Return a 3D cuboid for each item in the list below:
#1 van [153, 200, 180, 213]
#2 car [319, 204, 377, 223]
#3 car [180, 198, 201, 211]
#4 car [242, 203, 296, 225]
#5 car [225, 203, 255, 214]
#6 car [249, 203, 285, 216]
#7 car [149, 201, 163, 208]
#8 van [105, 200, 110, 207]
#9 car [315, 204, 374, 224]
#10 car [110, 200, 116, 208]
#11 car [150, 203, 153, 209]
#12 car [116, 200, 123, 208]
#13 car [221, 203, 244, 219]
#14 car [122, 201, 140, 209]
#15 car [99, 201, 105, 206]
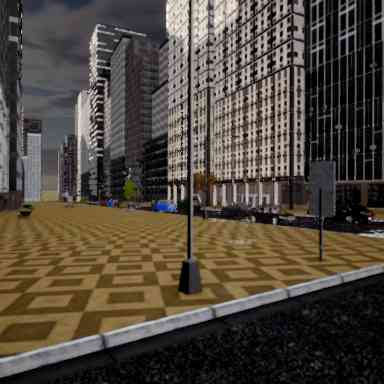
[{"bbox_3d":[-3.561,1.998,46.242,1.690,1.788,3.998,-1,-1,-26],"label":"van"},{"bbox_3d":[13.750,1.845,29.600,2.008,1.369,4.403,-1,-1,-26],"label":"car"},{"bbox_3d":[-0.533,1.994,53.185,2.150,2.045,5.566,0,-1,-24],"label":"car"},{"bbox_3d":[6.199,1.807,25.966,2.008,1.369,4.403,-1,-1,-26],"label":"car"},{"bbox_3d":[6.434,2.159,44.804,1.947,1.339,4.313,-1,-1,-26],"label":"car"},{"bbox_3d":[8.872,2.058,39.736,1.947,1.339,4.313,-1,-1,-26],"label":"car"},{"bbox_3d":[-8.199,2.798,75.212,1.802,1.307,4.206,-1,-1,-26],"label":"car"},{"bbox_3d":[-18.193,2.626,76.648,1.690,1.788,3.998,-1,-1,-26],"label":"van"},{"bbox_3d":[12.173,1.757,26.933,1.837,1.490,4.892,1,-1,-25],"label":"car"},{"bbox_3d":[-15.751,2.723,71.579,1.887,1.381,4.507,-1,-1,-26],"label":"car"},{"bbox_3d":[-5.314,2.393,56.102,2.033,1.411,5.357,0,-1,-25],"label":"car"},{"bbox_3d":[-13.239,2.594,66.358,1.752,1.417,4.829,-1,-1,-26],"label":"car"},{"bbox_3d":[4.968,1.961,34.526,2.033,1.411,5.357,0,-1,-26],"label":"car"},{"bbox_3d":[-10.873,2.518,61.443,2.008,1.369,4.403,-1,-1,-26],"label":"car"},{"bbox_3d":[-23.066,3.044,86.782,1.887,1.381,4.507,-1,-1,-26],"label":"car"}]
